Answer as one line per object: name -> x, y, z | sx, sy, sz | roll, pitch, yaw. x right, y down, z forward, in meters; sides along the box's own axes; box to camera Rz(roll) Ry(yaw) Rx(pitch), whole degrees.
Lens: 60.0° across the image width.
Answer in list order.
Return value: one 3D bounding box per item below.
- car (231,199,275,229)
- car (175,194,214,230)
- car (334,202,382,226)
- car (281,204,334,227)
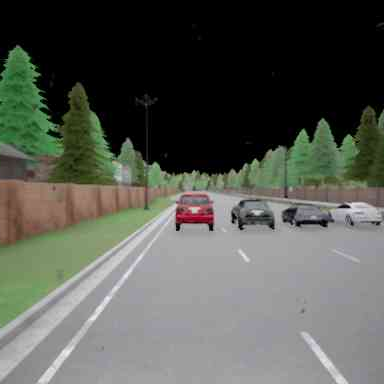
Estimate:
car -> 3.652, 1.236, 20.702 | 2.097, 1.767, 4.553 | 0, 0, 0
car -> 0.151, 1.107, 20.179 | 2.150, 2.045, 5.566 | 0, 0, 0
car -> 10.641, 1.407, 21.983 | 1.812, 1.442, 4.674 | 0, 0, 0
car -> 7.154, 1.446, 21.519 | 1.994, 1.385, 4.181 | 0, 0, 0
